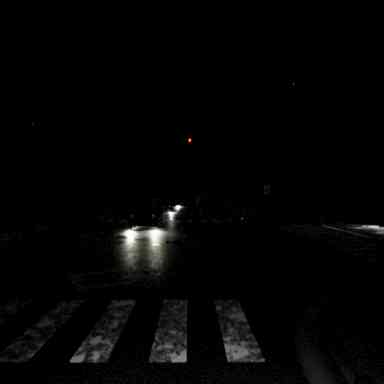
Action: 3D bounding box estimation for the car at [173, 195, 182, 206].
[{"bbox_3d":[-3.102,1.637,56.811,1.895,1.301,4.718,0,0,0],"label":"car"}]

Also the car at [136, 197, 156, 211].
[{"bbox_3d":[-5.677,1.457,41.717,1.967,1.590,4.097,0,0,0],"label":"car"}]

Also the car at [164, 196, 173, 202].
[{"bbox_3d":[-5.625,1.632,80.292,2.008,1.369,4.403,0,0,0],"label":"car"}]

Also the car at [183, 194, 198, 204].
[{"bbox_3d":[-0.259,1.611,63.761,1.994,1.385,4.181,0,0,0],"label":"car"}]

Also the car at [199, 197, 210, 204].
[{"bbox_3d":[2.377,1.598,63.749,2.008,1.369,4.403,0,0,0],"label":"car"}]

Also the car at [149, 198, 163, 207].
[{"bbox_3d":[-5.662,1.612,52.738,1.802,1.307,4.206,0,0,0],"label":"car"}]

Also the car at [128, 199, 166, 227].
[{"bbox_3d":[-3.126,1.478,23.074,1.882,1.535,5.008,0,0,0],"label":"car"}]

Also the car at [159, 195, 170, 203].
[{"bbox_3d":[-5.640,1.498,69.270,1.967,1.590,4.097,0,0,0],"label":"car"}]

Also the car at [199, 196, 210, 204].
[{"bbox_3d":[2.355,1.605,47.217,1.802,1.307,4.206,0,0,0],"label":"car"}]

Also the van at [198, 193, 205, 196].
[{"bbox_3d":[2.370,1.379,58.238,1.690,1.788,3.998,0,0,0],"label":"van"}]

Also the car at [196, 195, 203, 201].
[{"bbox_3d":[2.003,1.628,90.163,1.812,1.442,4.674,0,0,0],"label":"car"}]

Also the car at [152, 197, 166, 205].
[{"bbox_3d":[-5.655,1.589,58.249,2.008,1.369,4.403,0,0,0],"label":"car"}]

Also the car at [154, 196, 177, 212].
[{"bbox_3d":[-3.140,1.519,39.615,1.837,1.490,4.892,0,0,0],"label":"car"}]

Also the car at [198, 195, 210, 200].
[{"bbox_3d":[2.362,1.596,52.728,1.947,1.339,4.313,0,0,0],"label":"car"}]

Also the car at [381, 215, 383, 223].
[{"bbox_3d":[14.185,1.495,20.715,4.181,1.385,1.994,0,0,0],"label":"car"}]

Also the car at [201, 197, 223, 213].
[{"bbox_3d":[2.340,1.578,36.194,1.947,1.339,4.313,0,0,0],"label":"car"}]
